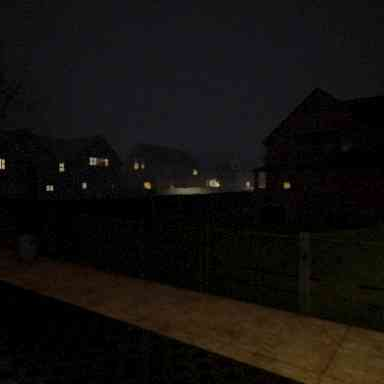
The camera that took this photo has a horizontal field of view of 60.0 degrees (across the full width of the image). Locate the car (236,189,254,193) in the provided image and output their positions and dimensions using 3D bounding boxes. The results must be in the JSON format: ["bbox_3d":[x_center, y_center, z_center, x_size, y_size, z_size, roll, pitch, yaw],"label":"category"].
[{"bbox_3d":[8.405,0.293,44.295,2.128,1.511,4.902,1,2,38],"label":"car"}]

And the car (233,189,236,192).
[{"bbox_3d":[6.641,0.310,46.657,2.033,1.411,5.357,1,2,37],"label":"car"}]

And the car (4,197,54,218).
[{"bbox_3d":[-9.481,1.035,20.478,2.128,1.511,4.902,0,2,37],"label":"car"}]
